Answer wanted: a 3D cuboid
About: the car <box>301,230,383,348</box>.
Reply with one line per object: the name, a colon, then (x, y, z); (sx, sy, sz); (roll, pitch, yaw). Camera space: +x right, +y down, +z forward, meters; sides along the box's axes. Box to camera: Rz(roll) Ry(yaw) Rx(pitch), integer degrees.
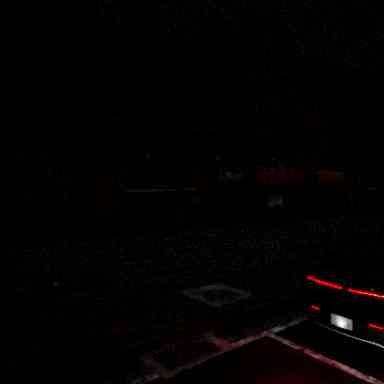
car: (3.922, 1.422, 5.764); (4.892, 1.490, 1.837); (-1, 0, -36)
